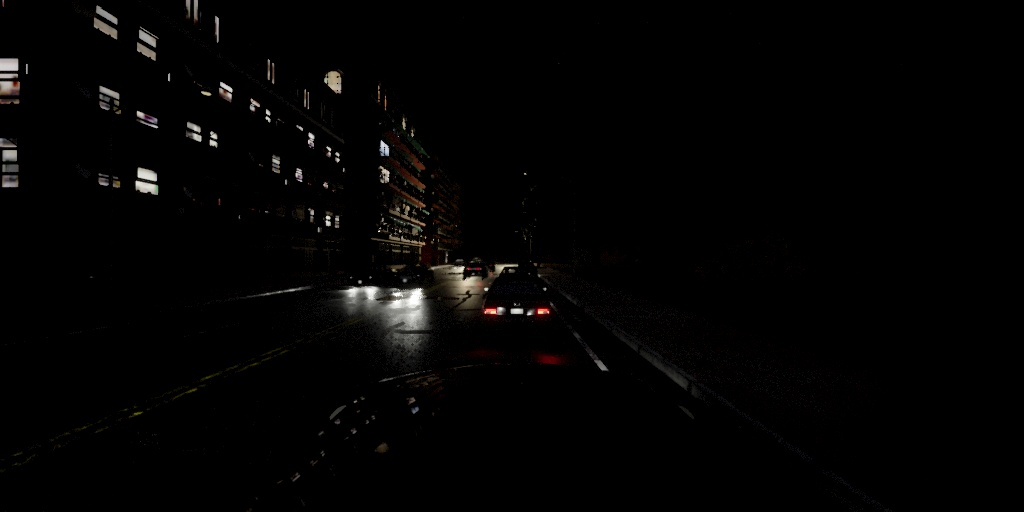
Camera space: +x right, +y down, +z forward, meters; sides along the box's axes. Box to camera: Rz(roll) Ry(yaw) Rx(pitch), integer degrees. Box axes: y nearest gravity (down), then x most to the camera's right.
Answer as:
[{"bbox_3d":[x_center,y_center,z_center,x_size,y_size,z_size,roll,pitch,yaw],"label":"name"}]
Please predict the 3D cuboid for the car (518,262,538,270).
[{"bbox_3d":[1.157,1.259,30.755,1.837,1.490,4.892,0,0,0],"label":"car"}]

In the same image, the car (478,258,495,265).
[{"bbox_3d":[-3.117,1.280,45.655,1.812,1.442,4.674,0,0,0],"label":"car"}]

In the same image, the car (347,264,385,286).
[{"bbox_3d":[-9.832,1.301,25.851,2.033,1.411,5.357,0,0,0],"label":"car"}]

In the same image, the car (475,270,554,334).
[{"bbox_3d":[0.107,1.299,10.626,2.033,1.411,5.357,0,0,0],"label":"car"}]

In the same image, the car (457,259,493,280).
[{"bbox_3d":[-3.129,1.244,31.339,2.128,1.511,4.902,0,0,0],"label":"car"}]

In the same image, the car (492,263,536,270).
[{"bbox_3d":[0.112,1.301,20.987,2.033,1.411,5.357,0,0,0],"label":"car"}]

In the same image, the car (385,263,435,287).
[{"bbox_3d":[-6.585,1.245,24.483,2.128,1.511,4.902,0,0,0],"label":"car"}]
